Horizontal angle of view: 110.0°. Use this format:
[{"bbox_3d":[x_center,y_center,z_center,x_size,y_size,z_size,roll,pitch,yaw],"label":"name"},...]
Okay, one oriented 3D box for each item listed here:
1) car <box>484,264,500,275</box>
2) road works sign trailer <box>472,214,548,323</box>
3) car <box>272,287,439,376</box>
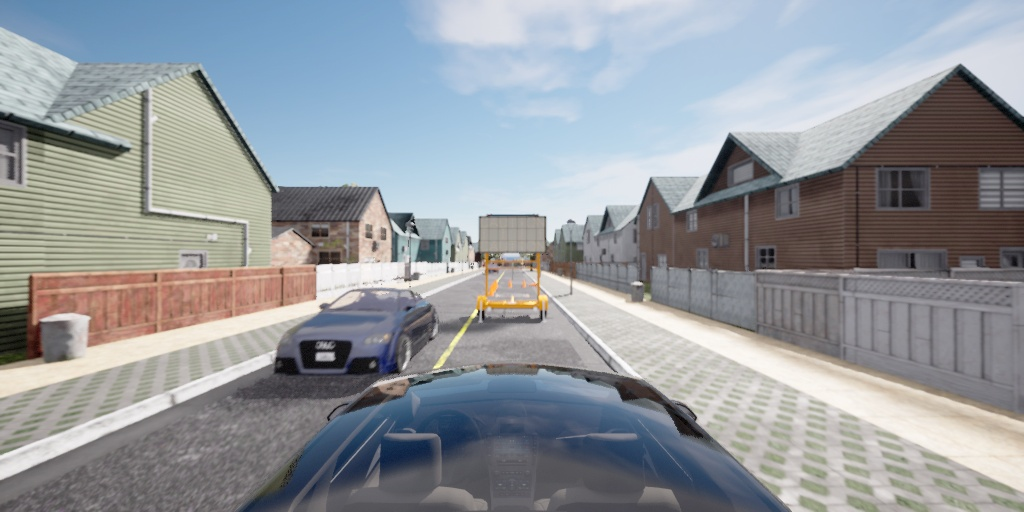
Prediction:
[{"bbox_3d":[-2.772,1.822,50.081,1.812,1.442,4.674,0,-1,0],"label":"car"},{"bbox_3d":[0.020,0.312,12.653,2.380,3.560,2.880,0,0,0],"label":"road works sign trailer"},{"bbox_3d":[-2.842,1.364,7.454,1.994,1.385,4.181,0,-1,0],"label":"car"}]
